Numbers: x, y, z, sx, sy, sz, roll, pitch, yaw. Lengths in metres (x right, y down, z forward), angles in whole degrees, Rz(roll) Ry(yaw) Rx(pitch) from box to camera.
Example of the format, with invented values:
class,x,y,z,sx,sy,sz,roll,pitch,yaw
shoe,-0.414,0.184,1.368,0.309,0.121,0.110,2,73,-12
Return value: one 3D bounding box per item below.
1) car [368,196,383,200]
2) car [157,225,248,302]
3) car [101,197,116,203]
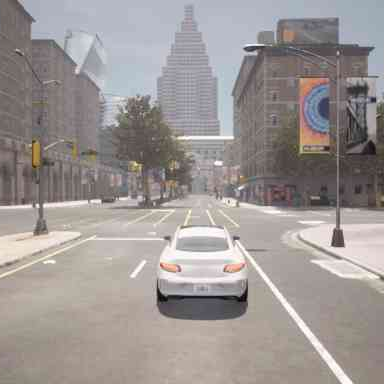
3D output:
class,x,y,z,sx,sy,sz,roll,pitch,yaw
car,35.820,1.481,67.513,2.231,1.521,4.892,0,0,1
car,0.240,1.526,8.163,1.812,1.442,4.674,0,0,1
car,-16.892,1.595,67.190,1.895,1.301,4.718,0,0,1
